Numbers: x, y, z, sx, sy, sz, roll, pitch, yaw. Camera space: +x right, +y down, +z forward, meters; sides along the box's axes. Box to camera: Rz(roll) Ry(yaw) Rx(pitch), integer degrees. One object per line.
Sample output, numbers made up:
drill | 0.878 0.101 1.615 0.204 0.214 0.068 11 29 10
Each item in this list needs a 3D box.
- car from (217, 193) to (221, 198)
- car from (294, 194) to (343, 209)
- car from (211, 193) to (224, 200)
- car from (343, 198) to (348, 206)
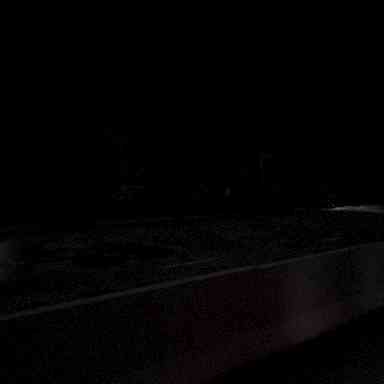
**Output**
car | 4.894 1.084 56.325 1.895 1.301 4.718 -1 1 -35
car | 13.856 1.141 37.142 1.895 1.301 4.718 -1 1 -30
car | 5.436 0.874 70.323 1.994 1.385 4.181 -1 1 -6
car | 16.268 0.961 40.202 1.882 1.535 5.008 -1 1 -36
